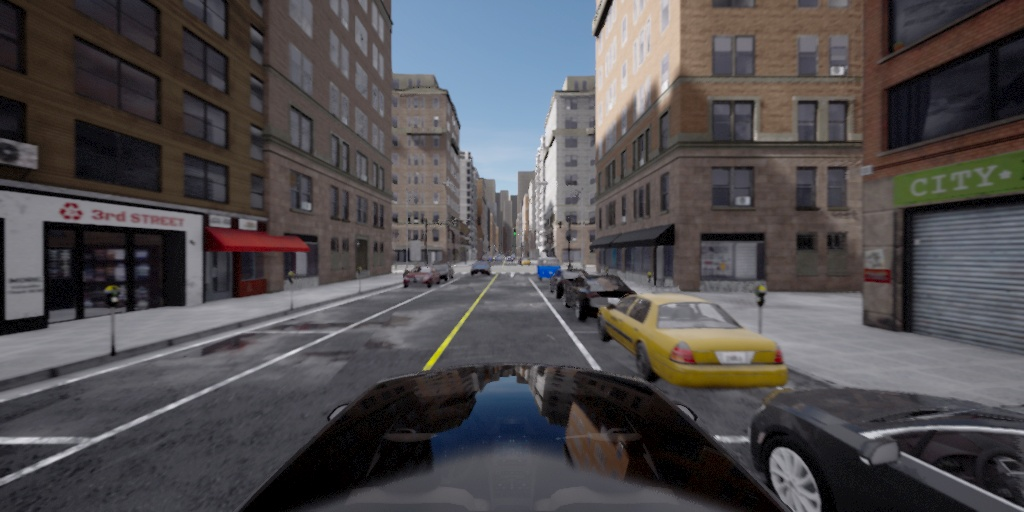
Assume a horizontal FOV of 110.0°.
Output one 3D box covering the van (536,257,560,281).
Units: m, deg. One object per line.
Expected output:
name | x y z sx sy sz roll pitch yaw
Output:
van | 2.850 1.009 28.534 1.690 1.789 3.998 0 0 0

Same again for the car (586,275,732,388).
car | 2.855 1.260 6.911 1.751 1.417 4.829 0 0 0

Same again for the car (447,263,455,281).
car | -5.676 1.234 28.523 1.948 1.339 4.313 0 0 0

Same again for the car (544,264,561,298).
car | 2.853 1.267 17.637 1.948 1.339 4.313 0 0 0

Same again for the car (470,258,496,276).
car | -3.013 1.194 35.764 2.033 1.411 5.357 0 0 0

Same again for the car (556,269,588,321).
car | 2.854 1.283 12.189 1.948 1.339 4.313 0 0 0

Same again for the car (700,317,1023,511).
car | 2.857 1.302 1.292 2.007 1.370 4.403 0 0 0

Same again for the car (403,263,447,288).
car | -5.674 1.267 23.071 1.802 1.307 4.207 0 0 0
